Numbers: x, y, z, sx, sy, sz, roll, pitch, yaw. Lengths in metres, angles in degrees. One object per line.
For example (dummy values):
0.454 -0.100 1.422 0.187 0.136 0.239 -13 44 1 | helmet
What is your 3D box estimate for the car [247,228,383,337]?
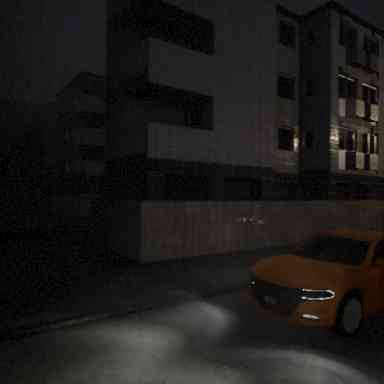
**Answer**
3.341 1.558 6.972 5.008 1.535 1.882 1 -1 -35 | car
